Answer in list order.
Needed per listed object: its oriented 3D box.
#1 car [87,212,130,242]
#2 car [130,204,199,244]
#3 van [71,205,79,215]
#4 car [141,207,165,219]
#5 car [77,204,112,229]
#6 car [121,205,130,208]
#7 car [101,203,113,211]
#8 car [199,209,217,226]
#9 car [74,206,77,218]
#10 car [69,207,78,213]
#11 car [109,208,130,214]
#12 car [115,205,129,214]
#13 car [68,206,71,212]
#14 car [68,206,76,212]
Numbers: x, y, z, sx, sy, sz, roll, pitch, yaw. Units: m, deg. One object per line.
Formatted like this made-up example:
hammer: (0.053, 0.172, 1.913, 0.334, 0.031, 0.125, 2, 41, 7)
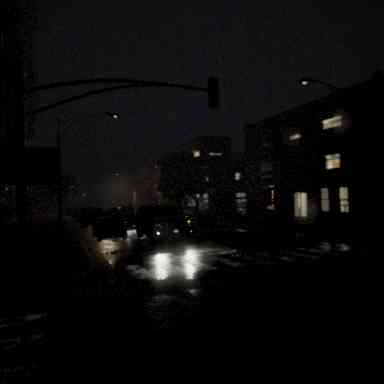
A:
car: (-5.266, 2.252, 21.011, 1.947, 1.339, 4.313, -2, -1, -22)
car: (-1.856, 1.771, 19.795, 2.150, 2.045, 5.566, -1, -1, -22)
van: (-17.433, 3.074, 51.901, 1.690, 1.788, 3.998, -2, -1, -22)
car: (-5.263, 2.723, 44.035, 2.008, 1.369, 4.403, -2, -1, -22)
car: (-9.076, 2.328, 30.629, 2.192, 1.841, 5.009, -2, -1, -22)
car: (-9.962, 2.987, 48.726, 1.994, 1.385, 4.181, -1, -1, -21)
car: (-21.924, 3.907, 85.834, 2.192, 1.841, 5.009, -2, -1, -22)
car: (0.712, 2.218, 29.343, 2.008, 1.369, 4.403, -2, -1, -22)
car: (-13.078, 2.801, 40.940, 1.967, 1.590, 4.097, -2, -1, -22)
car: (-27.653, 4.150, 77.597, 1.887, 1.381, 4.507, -2, -1, -22)
car: (-5.632, 2.421, 29.307, 2.033, 1.411, 5.357, -1, -1, -22)
car: (-13.793, 3.424, 65.430, 1.752, 1.417, 4.829, -2, -1, -22)
car: (-21.525, 3.397, 62.181, 2.192, 1.841, 5.009, -2, -1, -22)
car: (-31.683, 4.475, 87.719, 1.752, 1.417, 4.829, -2, -1, -22)
